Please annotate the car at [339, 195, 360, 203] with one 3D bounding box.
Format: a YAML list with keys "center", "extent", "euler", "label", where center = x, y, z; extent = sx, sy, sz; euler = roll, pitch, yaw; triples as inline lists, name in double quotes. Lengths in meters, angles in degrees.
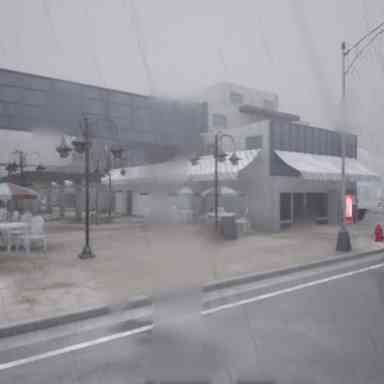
- center: [33.511, 1.407, 70.760]
  extent: [4.514, 1.523, 2.007]
  euler: [0, 0, -36]
  label: "car"

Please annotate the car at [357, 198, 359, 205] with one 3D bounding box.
- center: [24.279, 1.285, 52.621]
  extent: [5.027, 1.636, 2.152]
  euler: [0, 0, -36]
  label: "car"

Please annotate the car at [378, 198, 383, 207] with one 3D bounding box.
- center: [28.294, 1.361, 47.604]
  extent: [3.806, 1.475, 1.970]
  euler: [0, 0, -36]
  label: "car"
